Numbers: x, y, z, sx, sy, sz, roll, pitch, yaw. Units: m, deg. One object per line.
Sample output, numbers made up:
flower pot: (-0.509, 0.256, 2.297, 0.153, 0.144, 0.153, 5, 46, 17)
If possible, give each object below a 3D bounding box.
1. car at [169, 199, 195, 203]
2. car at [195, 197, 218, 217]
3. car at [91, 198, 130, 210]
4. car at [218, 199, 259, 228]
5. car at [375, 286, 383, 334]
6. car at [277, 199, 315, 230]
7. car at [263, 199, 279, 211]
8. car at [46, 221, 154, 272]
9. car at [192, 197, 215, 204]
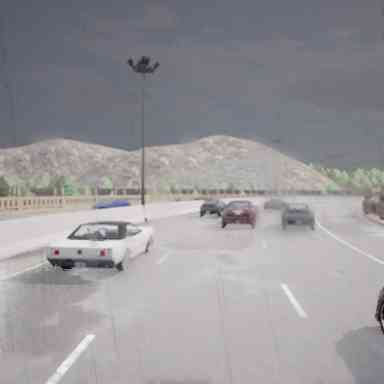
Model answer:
car: (-1.619, 1.498, 40.051, 1.895, 1.301, 4.718, 0, 0, 25)
car: (2.134, 1.442, 30.118, 1.837, 1.490, 4.892, 0, 0, 19)
car: (-8.059, 1.365, 33.323, 1.882, 1.535, 5.008, 0, 0, 20)
car: (3.299, 1.313, 22.054, 2.097, 1.767, 4.553, 0, 0, 14)
car: (3.840, 1.571, 3.604, 1.994, 1.385, 4.181, 0, 0, 3)
car: (6.625, 1.469, 21.035, 2.128, 1.511, 4.902, 0, 0, 14)
car: (10.013, 1.493, 39.763, 2.033, 1.411, 5.357, 0, 0, 27)
car: (-2.567, 1.565, 10.675, 1.895, 1.301, 4.718, 0, 0, 7)
car: (2.104, 1.519, 60.796, 1.895, 1.301, 4.718, 0, 0, 35)
